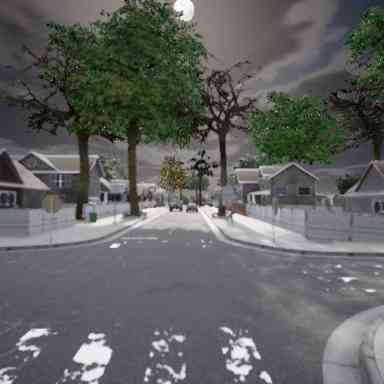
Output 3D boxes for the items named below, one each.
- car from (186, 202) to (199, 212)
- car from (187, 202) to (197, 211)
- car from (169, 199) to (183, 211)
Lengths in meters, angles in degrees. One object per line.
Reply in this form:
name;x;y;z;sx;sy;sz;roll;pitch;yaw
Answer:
car;-0.003;2.500;53.255;1.812;1.442;4.674;0;-1;0
car;-0.005;2.722;63.291;1.837;1.490;4.892;0;-1;0
car;-2.756;2.315;58.266;2.150;2.045;5.566;0;-1;0
